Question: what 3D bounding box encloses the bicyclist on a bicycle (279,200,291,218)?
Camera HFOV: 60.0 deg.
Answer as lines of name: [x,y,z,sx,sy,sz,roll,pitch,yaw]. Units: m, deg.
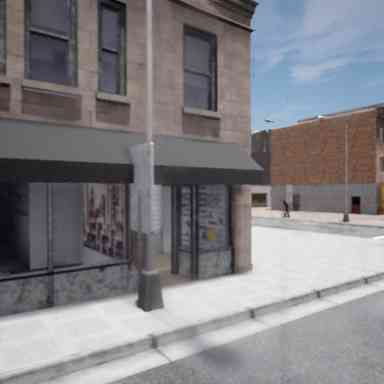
bicyclist on a bicycle: [8.490,1.551,30.320,1.656,1.620,0.582,-1,1,-35]
